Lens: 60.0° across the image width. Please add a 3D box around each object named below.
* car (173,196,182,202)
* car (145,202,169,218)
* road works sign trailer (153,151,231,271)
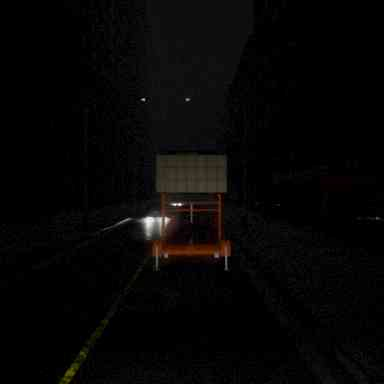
[{"bbox_3d":[-3.102,1.582,71.672,2.128,1.511,4.902,0,0,0],"label":"car"},{"bbox_3d":[-3.143,1.580,30.671,1.994,1.385,4.181,0,0,0],"label":"car"},{"bbox_3d":[-0.014,0.467,10.927,2.380,3.560,2.880,0,0,0],"label":"road works sign trailer"}]
